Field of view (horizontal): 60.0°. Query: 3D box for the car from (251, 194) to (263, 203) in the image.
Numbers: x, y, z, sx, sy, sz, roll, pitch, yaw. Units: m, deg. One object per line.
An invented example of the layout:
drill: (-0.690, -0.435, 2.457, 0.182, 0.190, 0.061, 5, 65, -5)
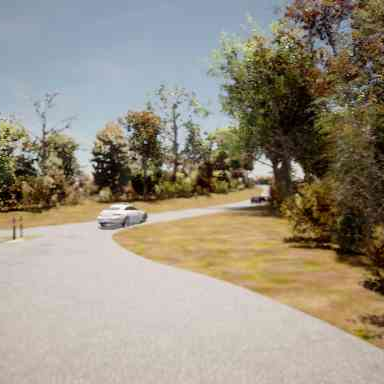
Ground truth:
car: (11.656, 1.148, 58.743, 2.128, 1.511, 4.902, -2, 1, 23)

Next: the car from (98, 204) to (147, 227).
car: (-4.783, 1.600, 23.357, 1.812, 1.442, 4.674, -2, 0, 16)
